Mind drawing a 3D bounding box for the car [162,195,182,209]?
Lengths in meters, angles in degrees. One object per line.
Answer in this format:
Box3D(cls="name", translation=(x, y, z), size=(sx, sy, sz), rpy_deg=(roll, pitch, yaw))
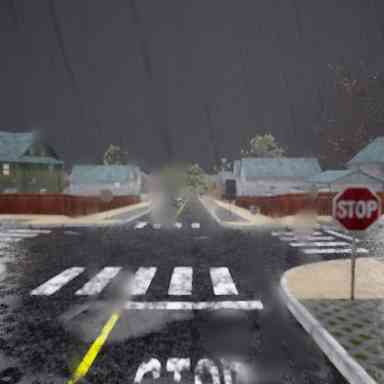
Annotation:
Box3D(cls="car", translation=(-2.796, 1.403, 43.640), size=(2.033, 1.411, 5.357), rpy_deg=(0, 0, 0))
